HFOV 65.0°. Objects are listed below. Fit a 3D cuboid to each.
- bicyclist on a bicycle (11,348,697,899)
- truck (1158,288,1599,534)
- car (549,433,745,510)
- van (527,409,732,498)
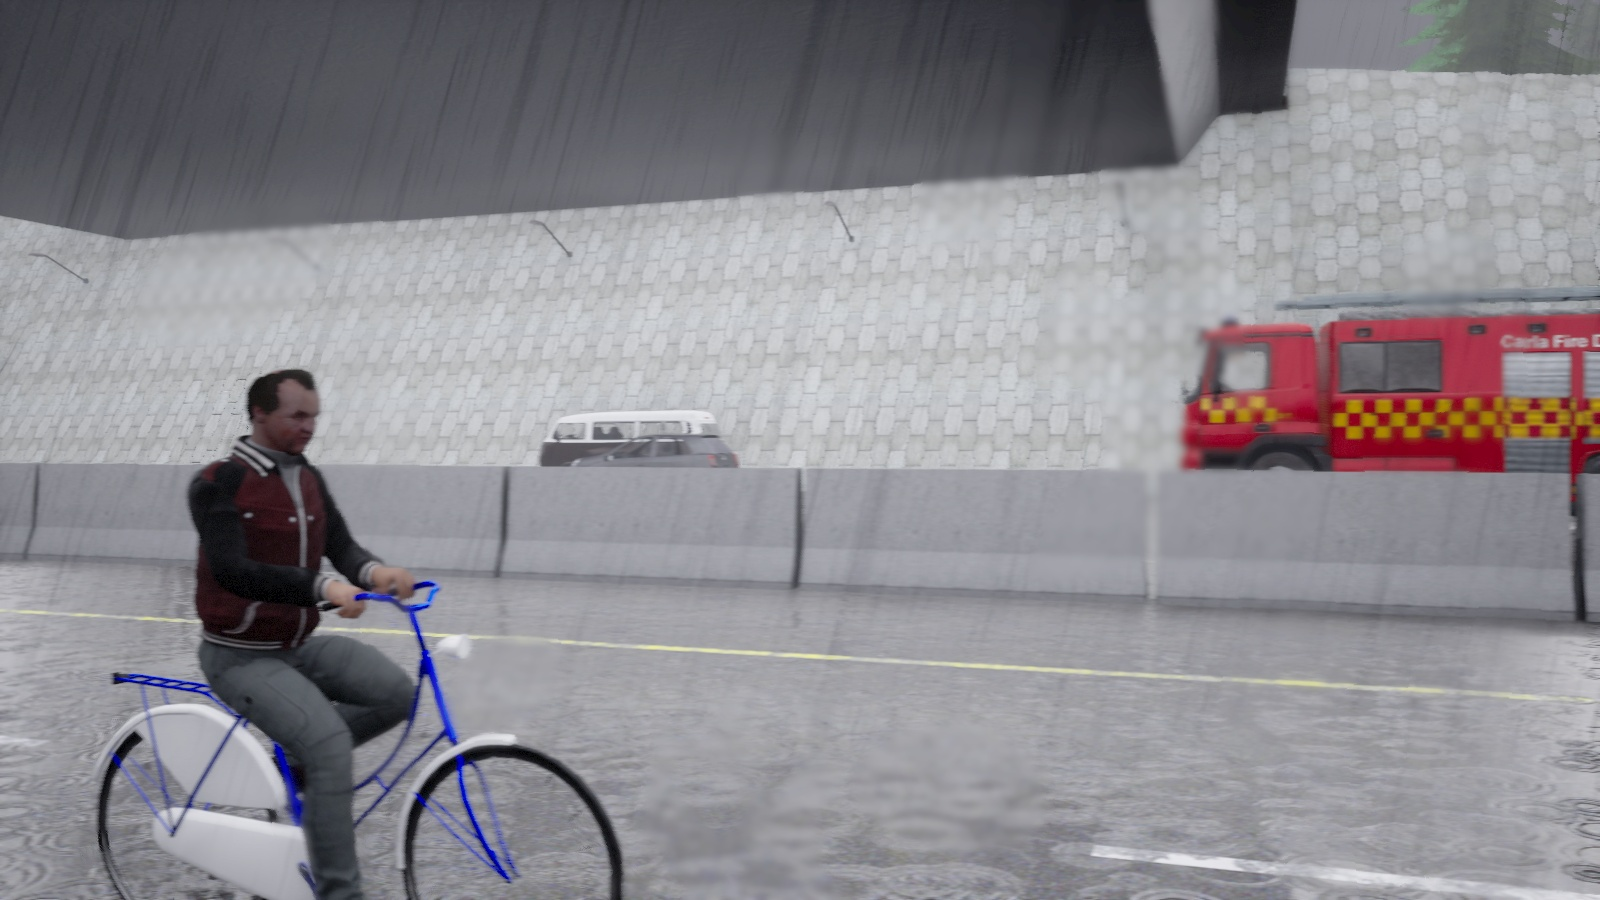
[{"bbox_3d":[-1.277,0.634,3.621,1.843,1.776,0.659,0,1,19],"label":"bicyclist on a bicycle"},{"bbox_3d":[10.683,-0.646,21.736,8.468,3.827,2.891,1,1,19],"label":"truck"},{"bbox_3d":[-3.196,0.405,26.423,3.633,1.501,1.845,1,1,19],"label":"car"},{"bbox_3d":[-4.111,0.047,30.419,4.480,2.038,2.069,1,1,19],"label":"van"}]
